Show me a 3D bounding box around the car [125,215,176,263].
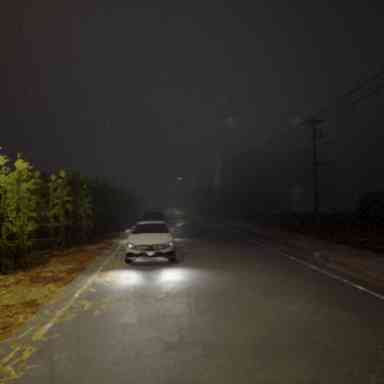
[{"bbox_3d":[-1.676,1.917,13.828,1.812,1.442,4.674,-1,-1,-6],"label":"car"}]

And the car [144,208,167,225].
[{"bbox_3d":[-3.706,2.428,33.906,2.128,1.511,4.902,-1,-2,-6],"label":"car"}]

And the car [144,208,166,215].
[{"bbox_3d":[-2.618,2.145,23.047,1.837,1.490,4.892,-1,-1,-6],"label":"car"}]
